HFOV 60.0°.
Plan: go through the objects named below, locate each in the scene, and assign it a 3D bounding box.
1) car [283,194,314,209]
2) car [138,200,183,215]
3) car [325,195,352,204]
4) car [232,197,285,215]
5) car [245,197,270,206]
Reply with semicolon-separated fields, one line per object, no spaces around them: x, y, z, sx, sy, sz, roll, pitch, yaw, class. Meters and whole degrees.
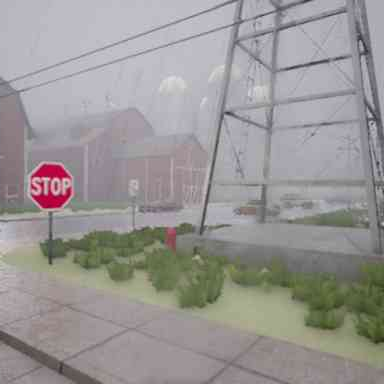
12.817;1.186;40.696;3.866;1.878;1.905;1;0;35;car
-2.902;1.402;31.372;1.895;1.301;4.718;1;0;35;car
26.635;1.351;60.571;4.611;1.667;2.242;1;0;35;car
5.585;1.386;29.303;4.193;1.474;1.816;1;0;35;car
9.907;1.399;49.863;1.895;1.301;4.718;1;0;35;car
